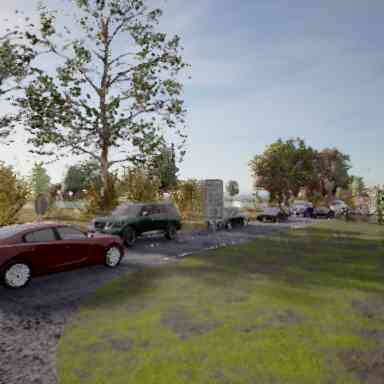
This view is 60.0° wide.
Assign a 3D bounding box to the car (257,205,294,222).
[{"bbox_3d":[8.500,2.312,34.622,2.033,1.411,5.357,-1,-2,33],"label":"car"}]

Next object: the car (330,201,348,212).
[{"bbox_3d":[22.233,2.399,50.710,2.150,2.045,5.566,-1,-2,33],"label":"car"}]

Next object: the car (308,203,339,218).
[{"bbox_3d":[16.627,2.497,41.904,2.033,1.411,5.357,-1,-2,33],"label":"car"}]

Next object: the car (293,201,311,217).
[{"bbox_3d":[14.282,2.215,43.511,2.150,2.045,5.566,-1,-2,34],"label":"car"}]

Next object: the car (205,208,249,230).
[{"bbox_3d":[2.769,2.029,25.738,2.128,1.511,4.902,-1,-2,33],"label":"car"}]

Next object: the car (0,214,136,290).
[{"bbox_3d":[-4.121,1.601,9.580,1.882,1.535,5.008,-1,-2,33],"label":"car"}]

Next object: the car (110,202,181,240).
[{"bbox_3d":[-2.745,1.541,17.157,2.150,2.045,5.566,-1,-2,32],"label":"car"}]
